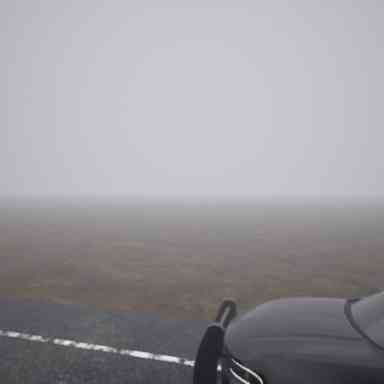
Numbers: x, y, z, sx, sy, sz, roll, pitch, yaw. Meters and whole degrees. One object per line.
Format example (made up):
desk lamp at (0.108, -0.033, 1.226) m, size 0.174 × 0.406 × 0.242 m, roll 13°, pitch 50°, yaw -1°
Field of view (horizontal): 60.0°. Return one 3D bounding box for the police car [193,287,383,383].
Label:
police car at (2.646, 1.493, 3.012) m, size 5.238 × 1.638 × 1.930 m, roll 1°, pitch -1°, yaw 16°
